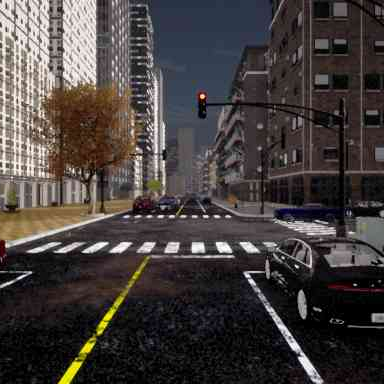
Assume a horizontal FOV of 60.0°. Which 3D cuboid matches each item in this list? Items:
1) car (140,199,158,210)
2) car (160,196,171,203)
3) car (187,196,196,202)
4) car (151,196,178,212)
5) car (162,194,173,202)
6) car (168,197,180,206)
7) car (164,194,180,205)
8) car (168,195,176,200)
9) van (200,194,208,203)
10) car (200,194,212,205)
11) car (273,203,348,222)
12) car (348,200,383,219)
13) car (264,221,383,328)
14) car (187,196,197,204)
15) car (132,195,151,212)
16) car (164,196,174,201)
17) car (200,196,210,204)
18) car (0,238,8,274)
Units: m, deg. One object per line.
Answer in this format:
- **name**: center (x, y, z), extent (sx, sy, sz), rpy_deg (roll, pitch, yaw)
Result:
- **car**: center (-5.719, 1.590, 44.811), extent (1.947, 1.339, 4.313), rpy_deg (0, 0, 0)
- **car**: center (-5.736, 1.623, 72.425), extent (1.947, 1.339, 4.313), rpy_deg (0, 0, 0)
- **car**: center (-0.047, 1.621, 78.899), extent (1.994, 1.385, 4.181), rpy_deg (0, 0, 0)
- **car**: center (-3.124, 1.510, 38.466), extent (2.128, 1.511, 4.902), rpy_deg (0, 0, 0)
- **car**: center (-5.739, 1.382, 77.947), extent (2.192, 1.841, 5.009), rpy_deg (0, 0, 0)
- **car**: center (-3.116, 1.639, 58.416), extent (1.895, 1.301, 4.718), rpy_deg (0, 0, 0)
- **car**: center (-3.125, 1.380, 48.344), extent (2.097, 1.767, 4.553), rpy_deg (0, 0, 0)
- **car**: center (-5.749, 1.650, 94.516), extent (2.008, 1.369, 4.403), rpy_deg (0, 0, 0)
- **van**: center (2.645, 1.399, 72.430), extent (1.690, 1.788, 3.998), rpy_deg (0, 0, 0)
- **car**: center (2.652, 1.608, 61.384), extent (1.947, 1.339, 4.313), rpy_deg (0, 0, 0)
- **car**: center (8.329, 1.485, 24.108), extent (4.718, 1.301, 1.895), rpy_deg (-1, 0, 5)
- **car**: center (13.409, 1.349, 26.316), extent (4.403, 1.369, 2.008), rpy_deg (-1, 1, -1)
- **car**: center (2.683, 1.551, 6.904), extent (2.008, 1.369, 4.403), rpy_deg (0, 0, 0)
- **car**: center (0.062, 1.613, 67.021), extent (1.994, 1.385, 4.181), rpy_deg (0, 0, 0)
- **car**: center (-5.717, 1.334, 39.288), extent (2.192, 1.841, 5.009), rpy_deg (0, 0, 0)
- **car**: center (-5.742, 1.628, 83.471), extent (2.008, 1.369, 4.403), rpy_deg (0, 0, 0)
- **car**: center (2.649, 1.575, 67.076), extent (1.752, 1.417, 4.829), rpy_deg (0, 0, 0)
- **car**: center (-5.697, 1.545, 6.900), extent (1.887, 1.381, 4.507), rpy_deg (0, 0, 0)
